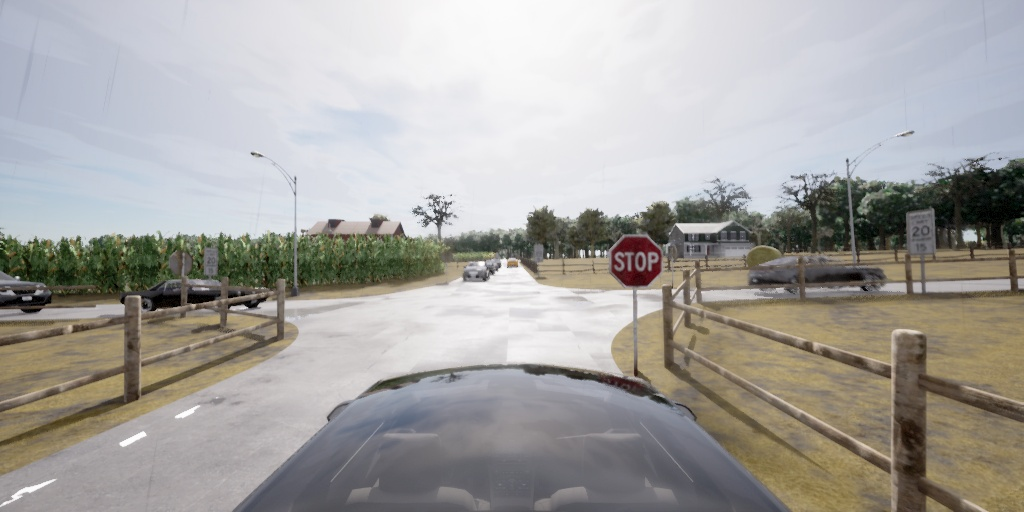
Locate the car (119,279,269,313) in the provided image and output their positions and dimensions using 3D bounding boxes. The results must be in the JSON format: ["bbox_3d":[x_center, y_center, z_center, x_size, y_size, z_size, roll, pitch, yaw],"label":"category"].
[{"bbox_3d":[-12.747,1.608,14.658,4.718,1.301,1.895,-1,-2,0],"label":"car"}]

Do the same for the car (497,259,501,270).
[{"bbox_3d":[-2.836,1.255,48.446,1.812,1.442,4.674,0,0,0],"label":"car"}]

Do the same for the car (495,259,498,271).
[{"bbox_3d":[-2.842,1.336,39.256,1.895,1.301,4.718,0,0,0],"label":"car"}]

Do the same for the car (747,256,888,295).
[{"bbox_3d":[12.441,0.736,14.769,4.902,1.511,2.128,-2,-2,0],"label":"car"}]

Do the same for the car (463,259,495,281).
[{"bbox_3d":[-2.899,1.233,29.860,2.128,1.511,4.902,0,0,1],"label":"car"}]

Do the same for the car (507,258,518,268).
[{"bbox_3d":[0.101,1.201,62.105,1.882,1.535,5.008,0,0,0],"label":"car"}]

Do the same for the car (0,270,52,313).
[{"bbox_3d":[-22.609,1.445,14.672,5.566,2.045,2.150,-1,-2,0],"label":"car"}]
